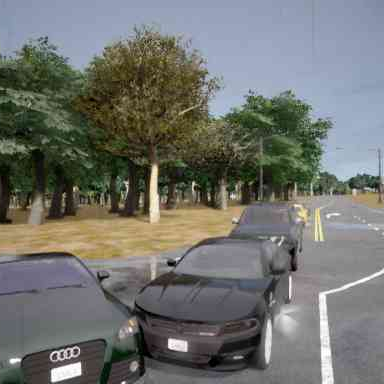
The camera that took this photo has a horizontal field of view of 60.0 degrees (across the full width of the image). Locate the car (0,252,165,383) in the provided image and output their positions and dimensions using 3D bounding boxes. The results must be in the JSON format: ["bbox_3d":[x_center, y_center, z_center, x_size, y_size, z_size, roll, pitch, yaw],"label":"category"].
[{"bbox_3d":[-2.303,1.642,4.944,1.994,1.385,4.181,1,-2,-33],"label":"car"}]

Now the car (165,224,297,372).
[{"bbox_3d":[0.743,1.612,6.240,1.882,1.535,5.008,-1,-2,21],"label":"car"}]

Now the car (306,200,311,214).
[{"bbox_3d":[9.311,1.719,29.538,1.812,1.442,4.674,-1,0,21],"label":"car"}]

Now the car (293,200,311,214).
[{"bbox_3d":[13.340,1.741,40.121,1.812,1.442,4.674,-1,0,21],"label":"car"}]

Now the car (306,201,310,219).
[{"bbox_3d":[7.249,1.660,24.035,1.882,1.535,5.008,-1,0,21],"label":"car"}]

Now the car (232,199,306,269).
[{"bbox_3d":[2.867,1.457,12.379,2.150,2.045,5.566,-2,0,21],"label":"car"}]
